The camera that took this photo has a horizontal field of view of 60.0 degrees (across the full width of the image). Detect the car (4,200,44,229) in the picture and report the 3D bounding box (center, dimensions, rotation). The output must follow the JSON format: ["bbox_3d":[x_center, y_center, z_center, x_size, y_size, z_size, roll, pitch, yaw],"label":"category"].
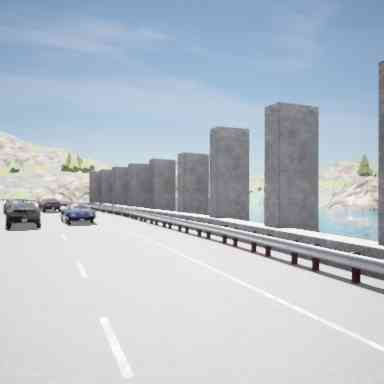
[{"bbox_3d":[-10.948,1.472,21.592,1.837,1.490,4.892,0,-2,-28],"label":"car"}]

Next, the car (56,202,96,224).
[{"bbox_3d":[-8.494,1.575,24.466,1.895,1.301,4.718,0,0,-28],"label":"car"}]

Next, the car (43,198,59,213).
[{"bbox_3d":[-15.762,1.460,36.756,1.837,1.490,4.892,0,-1,-32],"label":"car"}]
